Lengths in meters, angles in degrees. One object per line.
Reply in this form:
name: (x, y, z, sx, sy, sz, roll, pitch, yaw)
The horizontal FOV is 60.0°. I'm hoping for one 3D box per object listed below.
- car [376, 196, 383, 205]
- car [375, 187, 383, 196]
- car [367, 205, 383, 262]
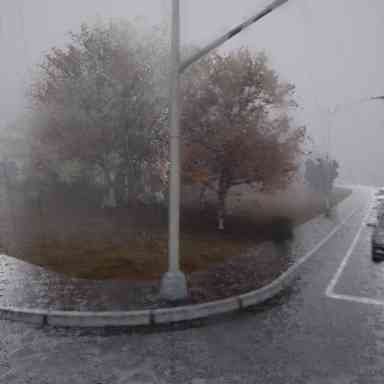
car: (12.188, 1.275, 20.074, 1.837, 1.490, 4.892, 0, 2, 30)
car: (17.470, 0.599, 29.239, 2.150, 2.045, 5.566, 0, 3, 30)
car: (7.303, 1.459, 11.566, 2.128, 1.511, 4.902, 0, 1, 30)
